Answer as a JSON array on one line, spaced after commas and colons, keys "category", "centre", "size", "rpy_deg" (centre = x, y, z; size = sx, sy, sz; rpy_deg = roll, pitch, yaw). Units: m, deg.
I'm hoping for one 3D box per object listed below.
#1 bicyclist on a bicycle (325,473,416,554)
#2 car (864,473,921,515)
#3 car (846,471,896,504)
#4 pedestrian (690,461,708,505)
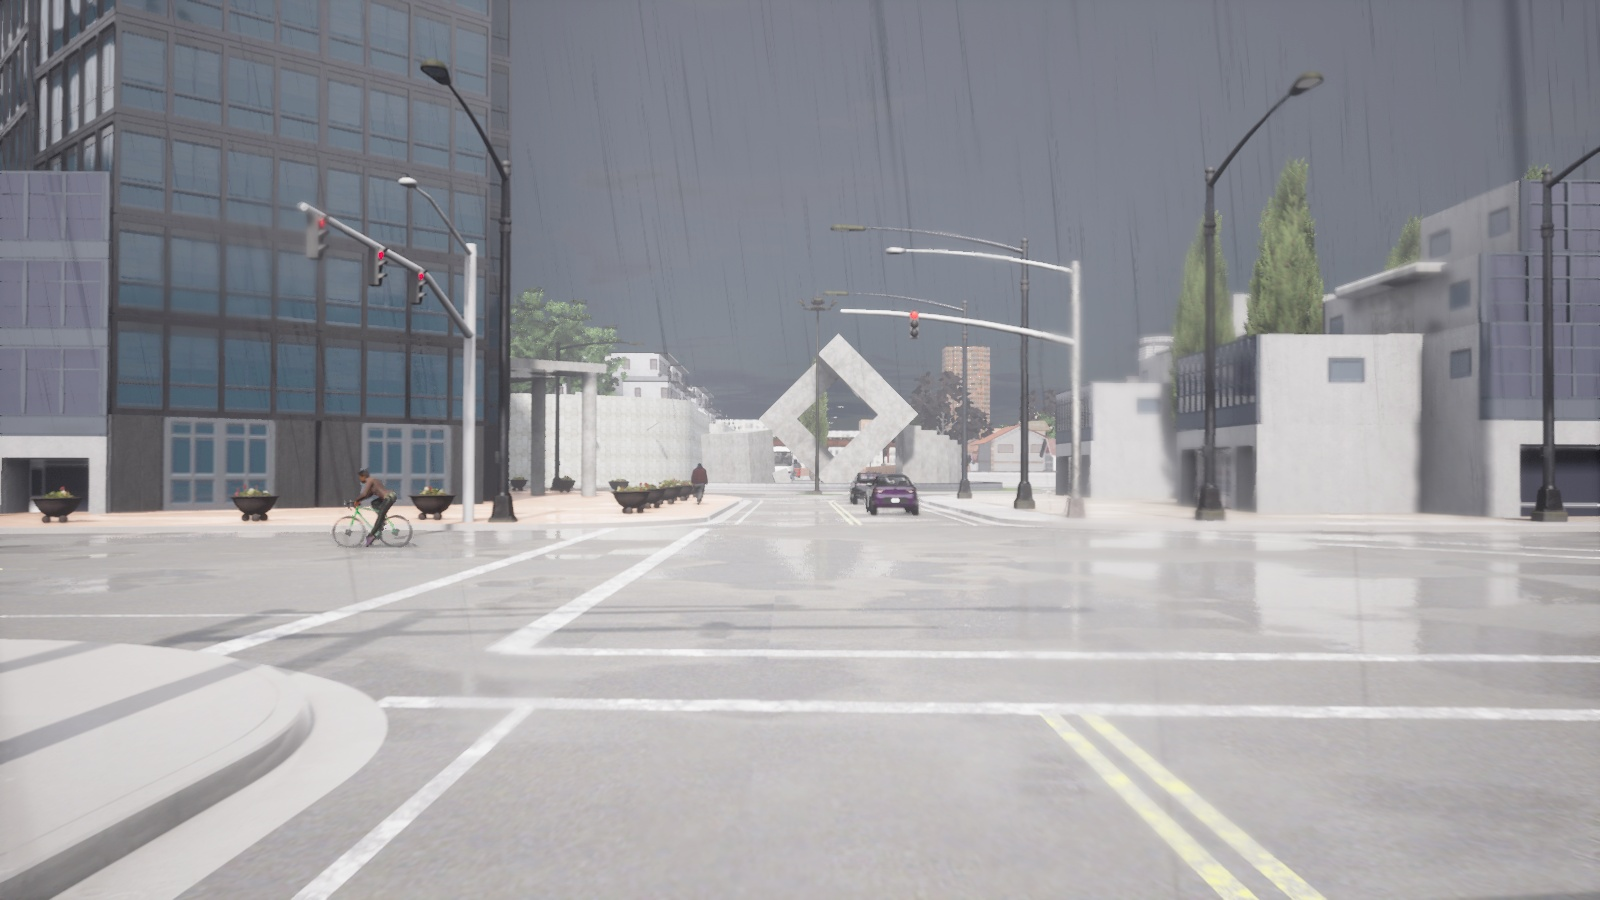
[{"category": "bicyclist on a bicycle", "centre": [-8.874, 1.304, 25.989], "size": [1.656, 1.620, 0.582], "rpy_deg": [-1, -1, -1]}, {"category": "car", "centre": [3.387, 1.592, 46.694], "size": [1.816, 1.474, 4.193], "rpy_deg": [0, -1, 0]}, {"category": "car", "centre": [3.372, 1.766, 60.558], "size": [2.128, 1.511, 4.902], "rpy_deg": [0, -1, 0]}, {"category": "pedestrian", "centre": [-4.177, 1.365, 52.170], "size": [0.634, 1.844, 0.899], "rpy_deg": [0, -1, 2]}]
